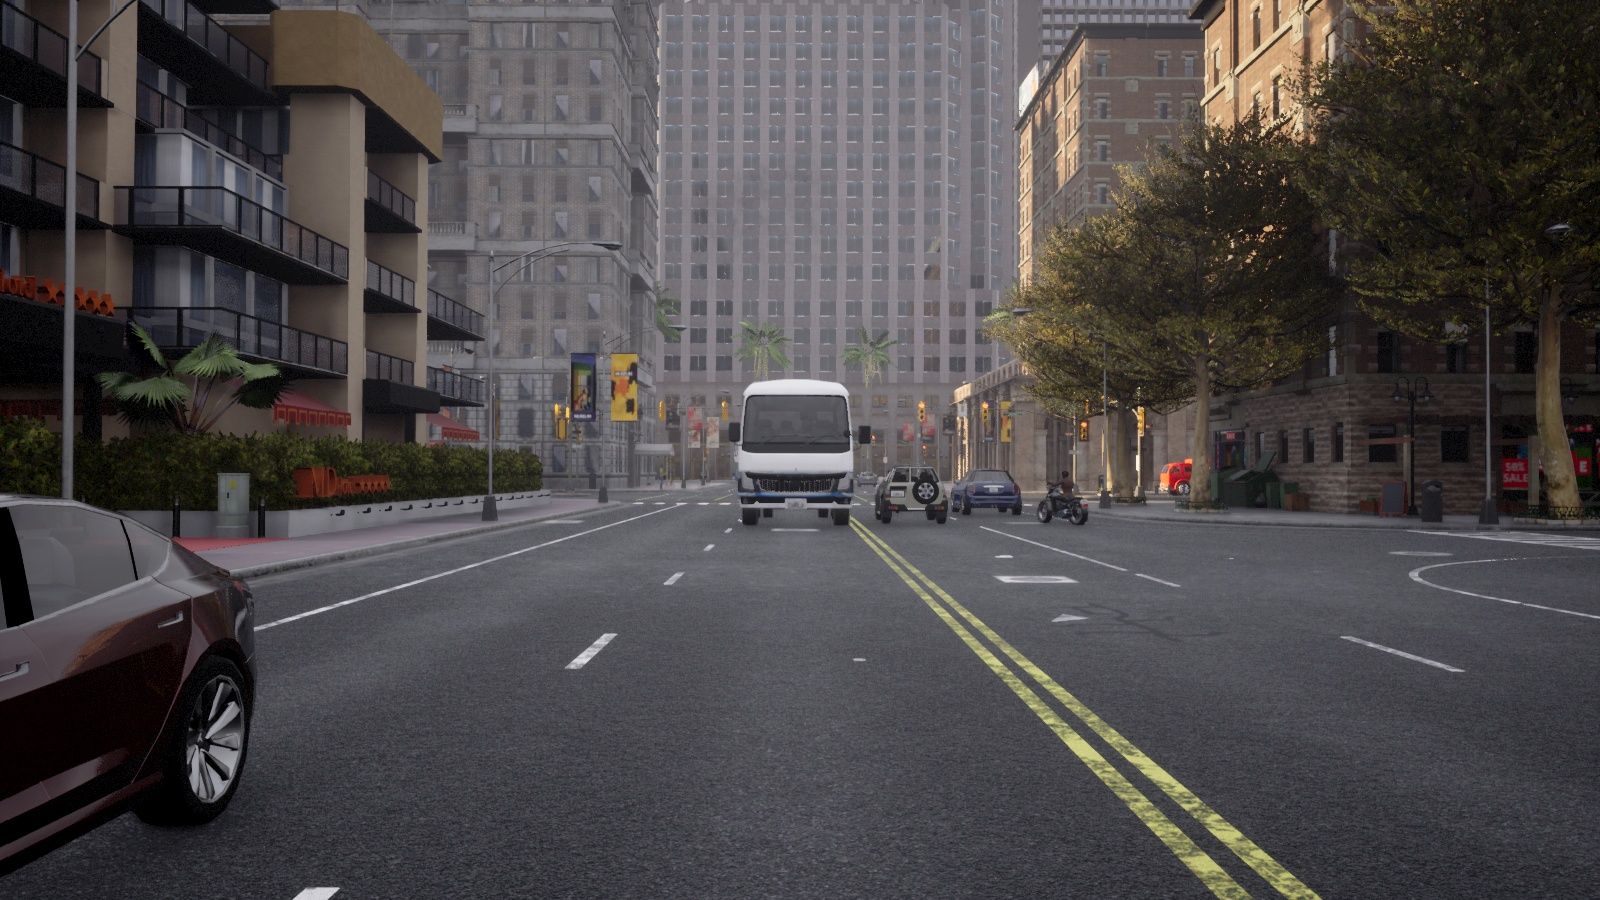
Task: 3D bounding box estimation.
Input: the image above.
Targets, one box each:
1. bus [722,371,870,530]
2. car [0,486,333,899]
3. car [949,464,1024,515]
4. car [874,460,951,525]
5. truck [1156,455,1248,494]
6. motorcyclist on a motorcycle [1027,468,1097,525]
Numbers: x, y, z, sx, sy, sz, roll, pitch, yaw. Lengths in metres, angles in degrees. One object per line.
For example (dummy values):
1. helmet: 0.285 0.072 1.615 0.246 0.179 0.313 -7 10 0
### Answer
1. bus: -0.126 0.089 38.859 3.944 4.253 10.273 0 -1 0
2. car: -3.514 0.898 4.152 2.163 1.488 4.792 0 -1 0
3. car: 6.854 1.426 46.561 2.097 1.767 4.553 0 -1 0
4. car: 3.377 1.264 38.578 1.932 1.855 4.605 0 -1 0
5. truck: 26.479 1.608 82.778 5.204 2.467 2.627 0 -1 0
6. motorcyclist on a motorcycle: 7.800 1.361 37.492 0.766 1.649 2.350 0 -1 -26
